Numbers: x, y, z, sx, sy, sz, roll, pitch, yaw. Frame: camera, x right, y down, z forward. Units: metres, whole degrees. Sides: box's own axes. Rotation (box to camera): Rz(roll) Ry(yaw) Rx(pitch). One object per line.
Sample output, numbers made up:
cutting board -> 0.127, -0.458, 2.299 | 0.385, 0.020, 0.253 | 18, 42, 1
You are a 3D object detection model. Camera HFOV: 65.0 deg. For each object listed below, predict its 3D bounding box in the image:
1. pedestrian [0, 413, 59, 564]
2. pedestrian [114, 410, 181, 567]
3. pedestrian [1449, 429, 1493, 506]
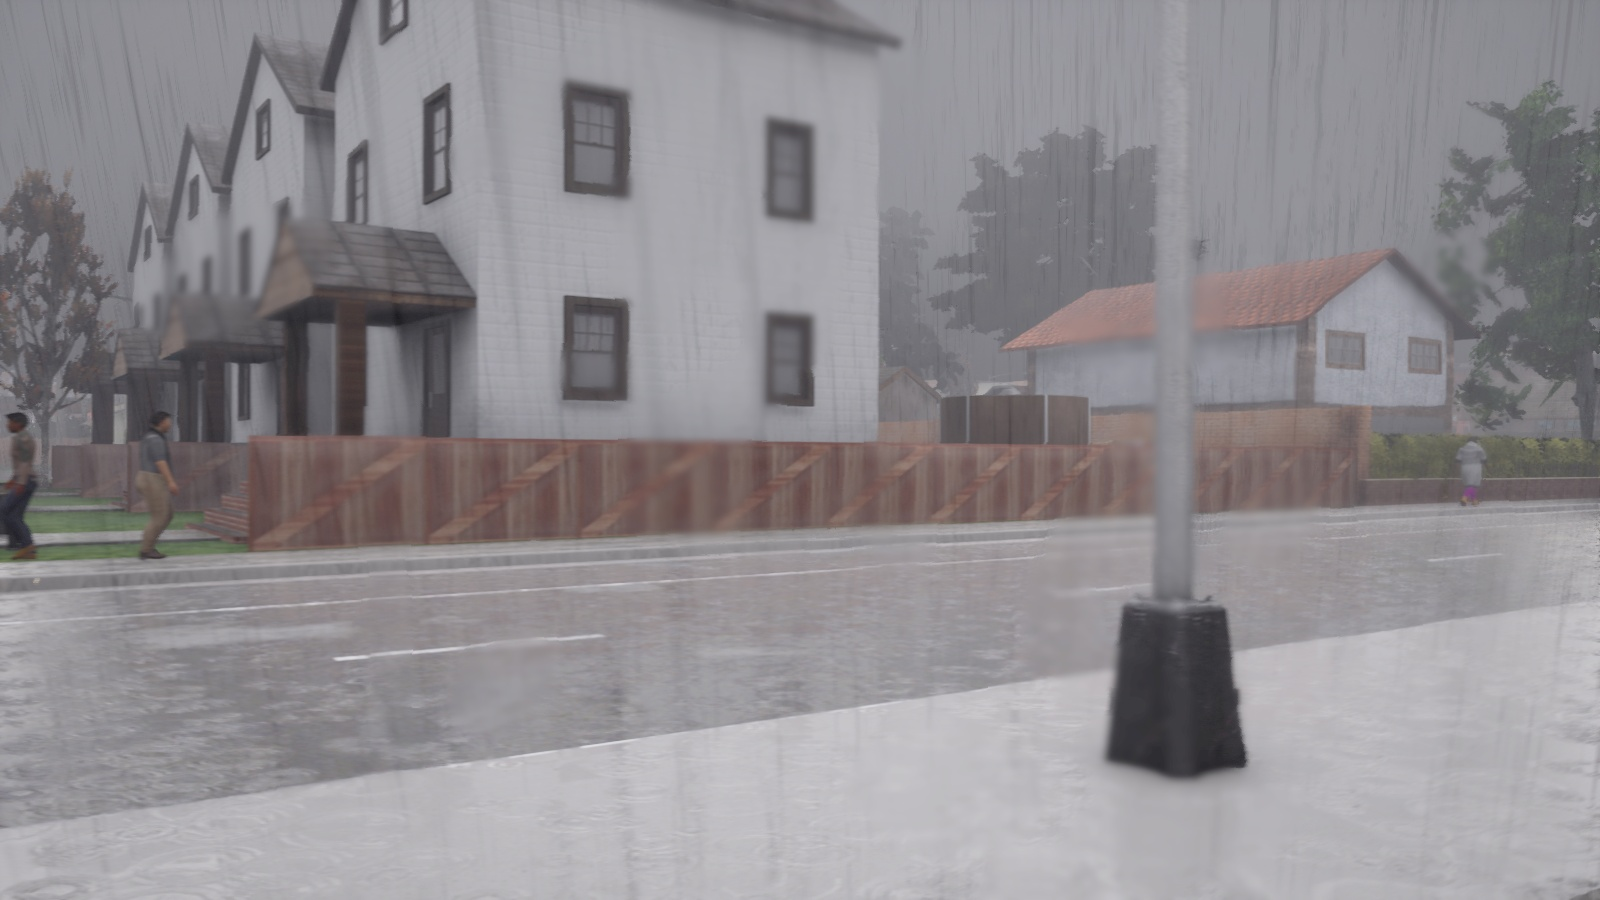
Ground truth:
pedestrian -> -9.470, 0.459, 15.158 | 0.869, 1.805, 0.328 | 0, 0, -26
pedestrian -> -7.925, 0.453, 15.246 | 0.694, 1.848, 0.540 | 0, 0, -31
pedestrian -> 17.131, 0.442, 32.045 | 0.873, 1.952, 0.659 | 0, 0, -36
